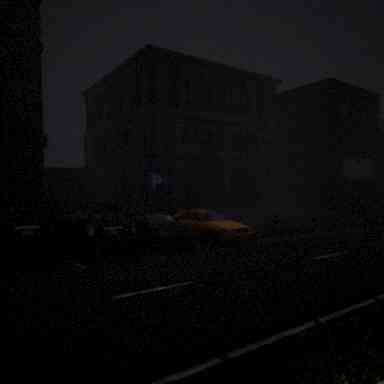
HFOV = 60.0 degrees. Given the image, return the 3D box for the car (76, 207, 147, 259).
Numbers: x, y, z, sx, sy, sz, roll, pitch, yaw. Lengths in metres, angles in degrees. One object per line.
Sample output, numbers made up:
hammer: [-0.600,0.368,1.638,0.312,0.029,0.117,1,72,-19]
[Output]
car: [-3.915,1.376,13.057,2.185,1.767,4.553,0,0,-36]

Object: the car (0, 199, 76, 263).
car: [-6.175,1.247,11.480,2.435,2.045,5.566,0,0,-36]

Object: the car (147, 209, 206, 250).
car: [-1.711,1.548,14.711,2.002,1.452,4.674,0,0,-36]

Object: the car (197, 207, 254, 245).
car: [0.627,1.514,16.185,1.946,1.575,5.366,0,0,-36]
